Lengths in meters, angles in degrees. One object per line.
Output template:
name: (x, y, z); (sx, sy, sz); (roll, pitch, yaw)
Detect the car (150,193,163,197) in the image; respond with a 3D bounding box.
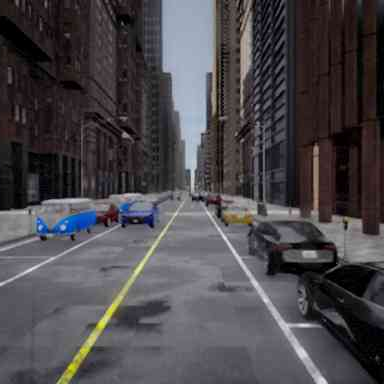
car: (-5.727, 1.121, 49.073); (1.752, 1.417, 4.829); (0, 0, 0)

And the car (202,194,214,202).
car: (2.806, 1.058, 60.484); (2.008, 1.369, 4.403); (0, 0, 0)

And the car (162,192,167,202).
car: (-5.723, 1.101, 54.867); (2.008, 1.369, 4.403); (0, 0, 0)

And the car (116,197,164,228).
car: (-3.085, 1.303, 20.661); (1.882, 1.535, 5.008); (0, 0, 0)

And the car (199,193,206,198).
car: (2.826, 0.877, 88.578); (1.802, 1.307, 4.206); (0, 0, 0)

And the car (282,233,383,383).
car: (2.766, 1.528, 4.299); (1.947, 1.339, 4.313); (0, 0, 0)

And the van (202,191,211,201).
van: (2.810, 0.806, 66.101); (1.690, 1.788, 3.998); (0, 0, 0)

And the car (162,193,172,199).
car: (-5.707, 0.931, 77.334); (2.008, 1.369, 4.403); (0, 0, 0)

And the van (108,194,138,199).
van: (-5.742, 1.116, 26.768); (1.690, 1.788, 3.998); (0, 0, 0)

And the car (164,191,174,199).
car: (-5.703, 0.653, 82.951); (2.192, 1.841, 5.009); (0, 0, 0)

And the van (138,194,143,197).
van: (-5.739, 1.070, 32.387); (1.690, 1.788, 3.998); (0, 0, 0)

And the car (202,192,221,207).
car: (2.794, 0.953, 43.627); (2.192, 1.841, 5.009); (0, 0, 0)

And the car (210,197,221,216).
car: (2.782, 1.341, 26.773); (1.947, 1.339, 4.313); (0, 0, 0)

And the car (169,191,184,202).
car: (-2.993, 1.002, 61.740); (1.837, 1.490, 4.892); (0, 0, 1)

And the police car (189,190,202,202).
police car: (0.942, 0.945, 58.962); (1.930, 1.638, 5.238); (0, 0, 0)

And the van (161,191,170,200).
van: (-5.711, 0.764, 71.714); (1.690, 1.788, 3.998); (0, 0, 0)

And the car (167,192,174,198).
car: (-5.699, 0.822, 88.401); (1.752, 1.417, 4.829); (0, 0, 0)

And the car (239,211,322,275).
car: (2.770, 1.481, 9.917); (1.947, 1.339, 4.313); (0, 0, 0)

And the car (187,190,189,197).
car: (0.067, 0.776, 93.218); (1.812, 1.442, 4.674); (0, 0, 0)

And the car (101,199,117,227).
car: (-5.747, 1.366, 21.152); (1.887, 1.381, 4.507); (0, 0, 0)

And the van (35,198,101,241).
van: (-5.750, 1.209, 15.532); (1.690, 1.788, 3.998); (0, 0, 0)

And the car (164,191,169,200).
car: (-5.719, 1.052, 60.479); (1.887, 1.381, 4.507); (0, 0, 0)

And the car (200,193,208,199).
car: (2.818, 0.904, 77.510); (1.752, 1.417, 4.829); (0, 0, 0)

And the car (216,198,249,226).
car: (2.778, 1.345, 21.324); (1.752, 1.417, 4.829); (0, 0, 0)
